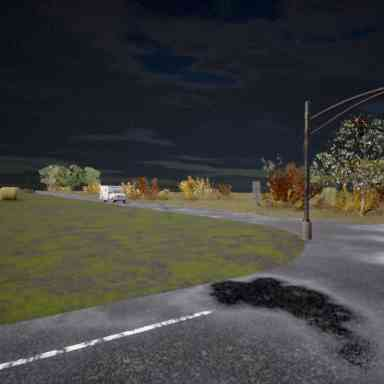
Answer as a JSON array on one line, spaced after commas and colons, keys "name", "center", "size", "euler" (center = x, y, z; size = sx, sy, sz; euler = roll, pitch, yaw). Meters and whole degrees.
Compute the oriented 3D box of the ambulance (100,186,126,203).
[{"name": "ambulance", "center": [-11.882, 0.341, 50.062], "size": [2.351, 2.431, 6.366], "euler": [2, 0, -32]}]
